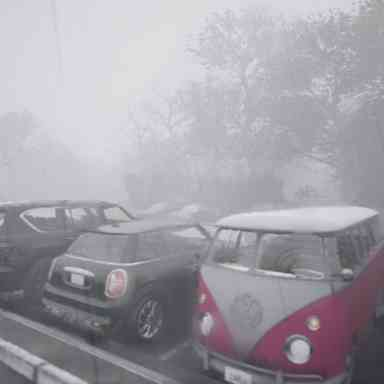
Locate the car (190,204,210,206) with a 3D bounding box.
[{"bbox_3d":[0.269,1.523,22.321,2.002,1.452,4.674,0,0,36],"label":"car"}]

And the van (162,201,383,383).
[{"bbox_3d":[1.736,1.240,5.065,1.878,1.987,4.442,0,0,35],"label":"van"}]

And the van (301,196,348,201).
[{"bbox_3d":[7.131,1.240,17.565,1.878,1.987,4.442,0,0,35],"label":"van"}]

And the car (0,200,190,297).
[{"bbox_3d":[-2.745,1.218,8.435,2.435,2.045,5.566,0,0,35],"label":"car"}]

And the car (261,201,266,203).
[{"bbox_3d":[4.782,1.344,19.060,2.185,1.767,4.553,0,0,35],"label":"car"}]

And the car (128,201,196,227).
[{"bbox_3d":[-1.998,1.493,23.942,2.097,1.535,5.008,0,0,36],"label":"car"}]

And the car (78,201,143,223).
[{"bbox_3d":[-6.535,1.527,27.170,2.097,1.535,5.008,-1,0,36],"label":"car"}]

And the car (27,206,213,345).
[{"bbox_3d":[-0.499,1.340,6.761,2.185,1.767,4.553,0,0,35],"label":"car"}]
